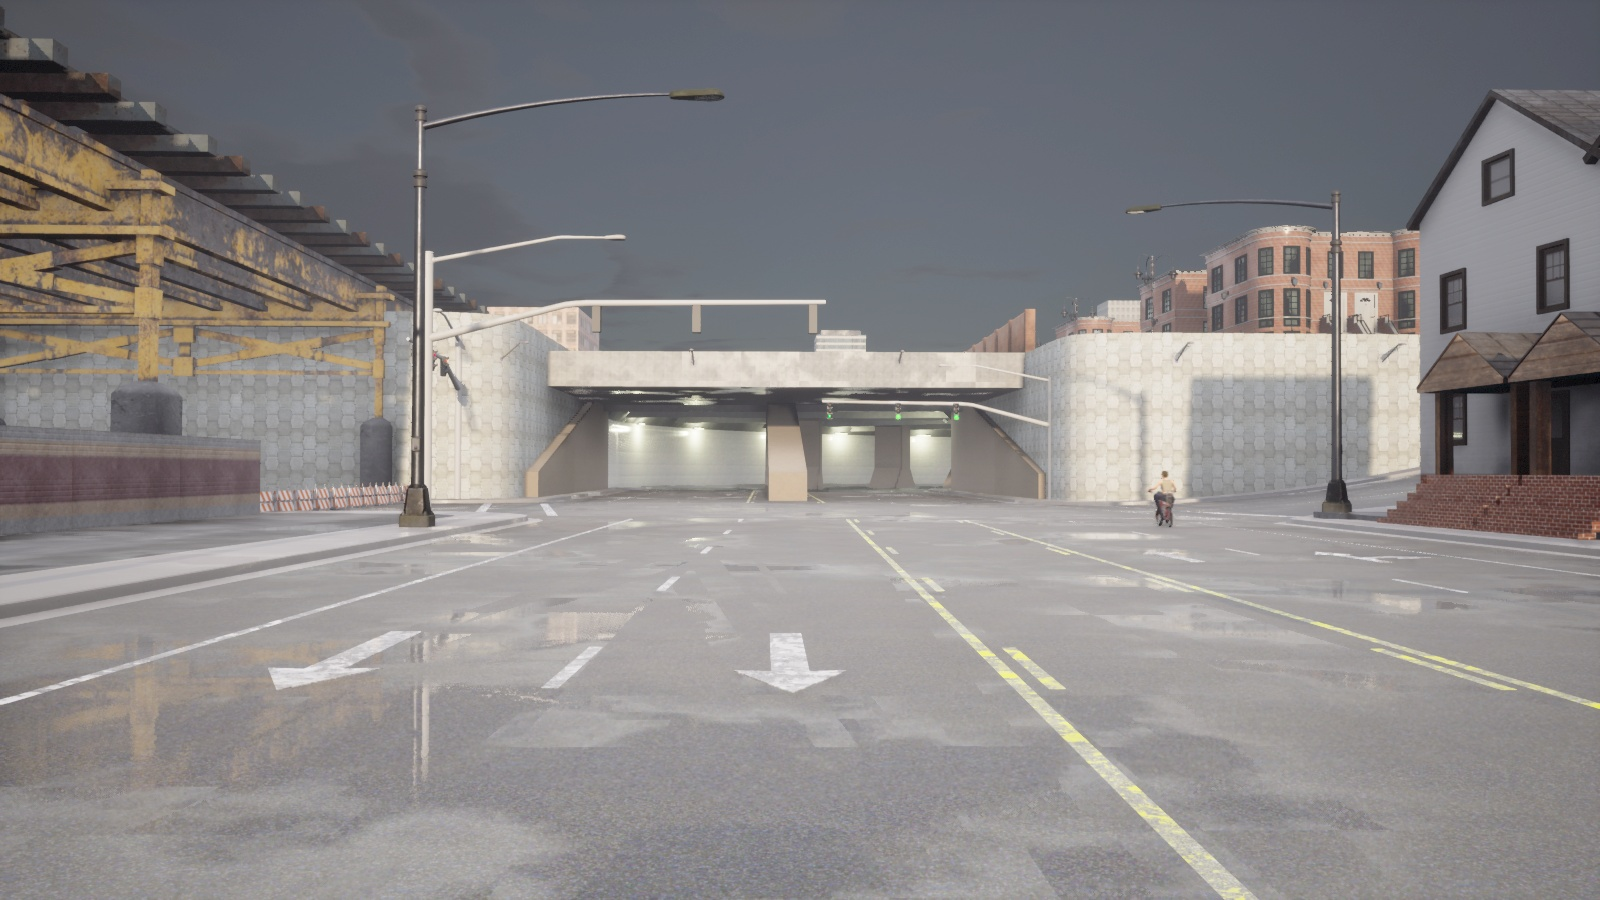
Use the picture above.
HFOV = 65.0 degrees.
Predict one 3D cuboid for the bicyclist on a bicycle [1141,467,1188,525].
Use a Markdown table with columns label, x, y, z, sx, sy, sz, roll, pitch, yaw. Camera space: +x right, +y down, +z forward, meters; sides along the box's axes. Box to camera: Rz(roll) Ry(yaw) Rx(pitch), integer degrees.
| label | x | y | z | sx | sy | sz | roll | pitch | yaw |
| --- | --- | --- | --- | --- | --- | --- | --- | --- | --- |
| bicyclist on a bicycle | 10.415 | 1.312 | 35.944 | 0.866 | 1.612 | 1.509 | 0 | -1 | 0 |
